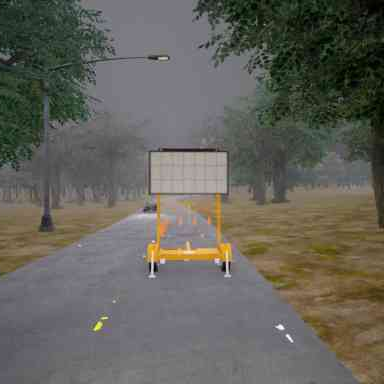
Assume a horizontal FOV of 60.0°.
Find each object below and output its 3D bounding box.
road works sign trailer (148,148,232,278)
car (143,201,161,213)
[{"bbox_3d":[-0.097,0.474,10.219,2.380,3.560,2.880,0,0,-2],"label":"road works sign trailer"},{"bbox_3d":[-4.526,1.677,37.606,1.895,1.301,4.718,0,0,-4],"label":"car"}]
